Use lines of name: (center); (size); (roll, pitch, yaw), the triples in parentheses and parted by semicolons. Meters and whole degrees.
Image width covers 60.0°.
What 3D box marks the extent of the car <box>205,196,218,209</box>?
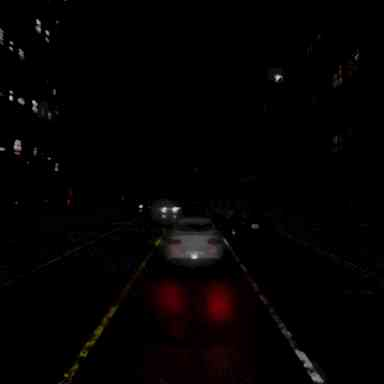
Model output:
car: (2.845, 1.477, 38.256); (2.008, 1.369, 4.403); (1, 0, 0)

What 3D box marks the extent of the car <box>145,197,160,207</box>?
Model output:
car: (-5.801, 1.488, 49.427); (1.802, 1.307, 4.206); (1, 0, 0)

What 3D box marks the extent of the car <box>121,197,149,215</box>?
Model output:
car: (-5.803, 1.487, 32.722); (2.008, 1.369, 4.403); (1, 0, 0)

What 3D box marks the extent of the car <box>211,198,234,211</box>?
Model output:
car: (2.843, 1.472, 27.289); (1.752, 1.417, 4.829); (1, 0, 0)

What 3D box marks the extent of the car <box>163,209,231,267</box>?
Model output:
car: (0.070, 1.504, 11.274); (1.812, 1.442, 4.674); (0, 0, 0)

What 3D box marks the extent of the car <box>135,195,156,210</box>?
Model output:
car: (-5.799, 1.241, 38.290); (2.192, 1.841, 5.009); (1, 0, 0)

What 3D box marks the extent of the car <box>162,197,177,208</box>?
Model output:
car: (-3.069, 1.436, 46.573); (1.812, 1.442, 4.674); (0, 0, 0)

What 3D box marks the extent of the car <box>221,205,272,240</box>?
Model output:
car: (2.775, 1.533, 16.625); (1.947, 1.339, 4.313); (1, 0, 0)

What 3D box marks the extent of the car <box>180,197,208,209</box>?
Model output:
car: (0.075, 1.455, 26.647); (1.837, 1.490, 4.892); (0, 1, 0)

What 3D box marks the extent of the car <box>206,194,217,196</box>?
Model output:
car: (2.850, 1.221, 49.391); (2.192, 1.841, 5.009); (1, 0, 0)

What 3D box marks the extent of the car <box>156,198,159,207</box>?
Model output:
car: (-5.802, 1.482, 43.859); (1.947, 1.339, 4.313); (1, 0, 0)
